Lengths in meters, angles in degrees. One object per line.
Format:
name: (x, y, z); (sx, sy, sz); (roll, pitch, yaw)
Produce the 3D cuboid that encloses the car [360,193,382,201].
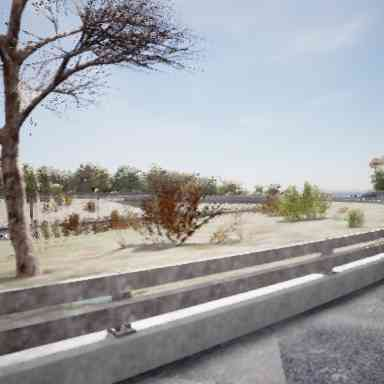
car: (44.497, 1.273, 83.697); (2.150, 2.045, 5.566); (0, 0, -1)
